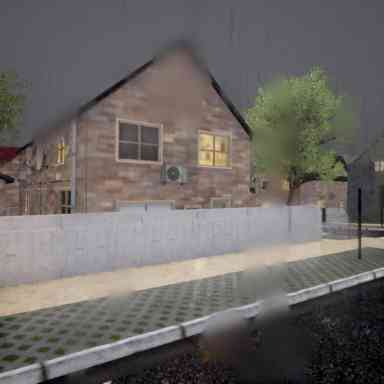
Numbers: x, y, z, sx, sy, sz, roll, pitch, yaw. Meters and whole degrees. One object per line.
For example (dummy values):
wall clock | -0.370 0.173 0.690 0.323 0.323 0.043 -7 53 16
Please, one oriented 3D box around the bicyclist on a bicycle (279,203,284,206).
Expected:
bicyclist on a bicycle | 8.456 1.827 31.272 1.656 1.620 0.582 -2 1 -35
